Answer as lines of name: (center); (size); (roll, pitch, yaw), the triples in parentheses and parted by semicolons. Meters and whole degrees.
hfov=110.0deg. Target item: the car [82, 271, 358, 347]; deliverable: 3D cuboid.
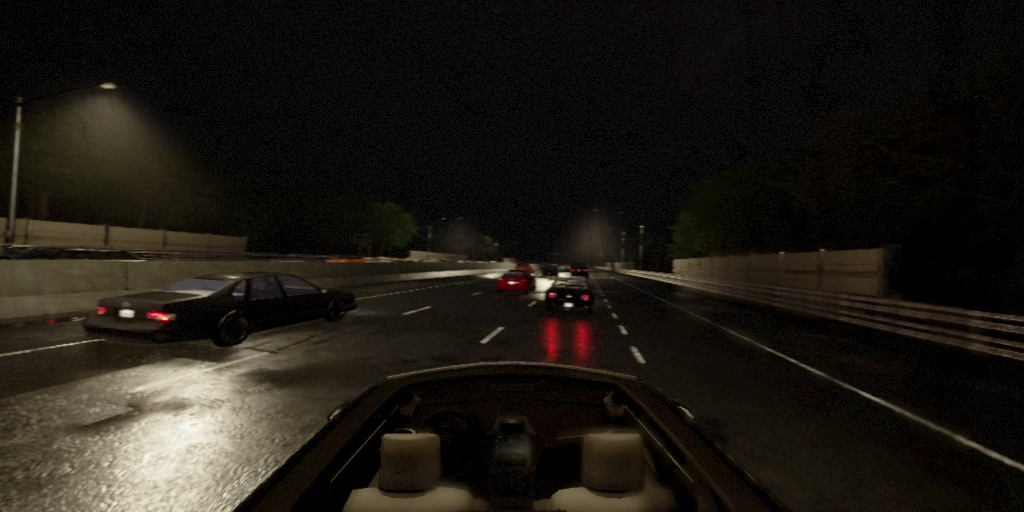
car: (-5.998, 1.065, 8.490); (2.033, 1.411, 5.357); (3, -1, 11)

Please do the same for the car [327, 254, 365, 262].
car: (-17.794, 0.600, 38.570); (2.097, 1.767, 4.553); (3, -1, 12)

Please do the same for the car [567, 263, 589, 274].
car: (8.396, 1.881, 44.636); (2.150, 2.045, 5.566); (3, -1, 11)

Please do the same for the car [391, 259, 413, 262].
car: (-11.197, 1.031, 35.990); (1.882, 1.535, 5.008); (3, -1, 12)

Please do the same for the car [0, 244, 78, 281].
car: (-22.583, 0.230, 15.179); (1.882, 1.535, 5.008); (3, -1, 11)

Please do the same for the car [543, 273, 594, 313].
car: (2.627, 1.629, 15.951); (1.895, 1.301, 4.718); (3, -1, 11)

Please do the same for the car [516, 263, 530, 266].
car: (1.514, 1.678, 45.923); (2.097, 1.767, 4.553); (3, -1, 11)

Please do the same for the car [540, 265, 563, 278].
car: (4.950, 1.971, 45.292); (1.882, 1.535, 5.008); (3, -1, 11)

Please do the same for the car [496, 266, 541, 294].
car: (0.375, 1.548, 22.495); (1.994, 1.385, 4.181); (3, -1, 11)

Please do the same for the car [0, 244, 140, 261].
car: (-15.959, 0.411, 12.621); (2.097, 1.767, 4.553); (3, -1, 11)
